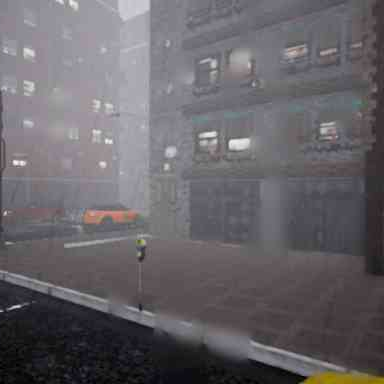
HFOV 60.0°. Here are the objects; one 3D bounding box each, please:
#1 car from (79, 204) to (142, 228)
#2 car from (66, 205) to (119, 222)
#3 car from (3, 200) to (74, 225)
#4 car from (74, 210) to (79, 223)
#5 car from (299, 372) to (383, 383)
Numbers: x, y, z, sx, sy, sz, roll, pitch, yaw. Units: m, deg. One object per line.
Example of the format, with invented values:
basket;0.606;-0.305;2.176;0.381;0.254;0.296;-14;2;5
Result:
car;-5.927;1.695;25.578;2.097;1.767;4.553;0;-1;35
car;-9.158;1.908;31.051;1.887;1.381;4.507;-1;-2;35
car;-12.452;1.576;26.410;2.192;1.841;5.009;-1;-2;35
car;-8.028;1.870;28.178;1.812;1.442;4.674;0;-1;36
car;2.453;1.526;1.121;4.829;1.417;1.752;0;0;36
